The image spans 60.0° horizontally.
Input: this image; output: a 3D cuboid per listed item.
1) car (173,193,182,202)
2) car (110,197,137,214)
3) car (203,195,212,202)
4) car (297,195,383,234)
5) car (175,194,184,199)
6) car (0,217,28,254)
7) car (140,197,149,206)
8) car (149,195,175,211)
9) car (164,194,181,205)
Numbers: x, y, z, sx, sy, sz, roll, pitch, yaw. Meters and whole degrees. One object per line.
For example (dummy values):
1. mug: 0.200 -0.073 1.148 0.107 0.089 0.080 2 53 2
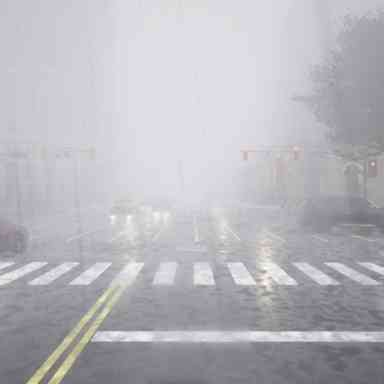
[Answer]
1. car: -3.410 1.224 72.457 2.150 2.045 5.566 0 0 1
2. car: -7.112 1.352 34.870 2.097 1.767 4.553 0 0 0
3. car: 3.651 1.524 78.496 2.128 1.511 4.902 0 0 1
4. car: 8.647 1.221 18.088 5.566 2.045 2.150 0 1 17
5. car: -3.256 1.166 87.749 1.994 1.385 4.181 0 0 1
6. car: -7.092 1.525 10.807 1.812 1.442 4.674 0 0 0
7. car: -7.107 1.563 53.272 1.994 1.385 4.181 0 0 0
8. car: -3.578 1.490 40.154 2.128 1.511 4.902 0 0 -1
9. car: -3.598 1.546 59.970 2.033 1.411 5.357 0 0 0
